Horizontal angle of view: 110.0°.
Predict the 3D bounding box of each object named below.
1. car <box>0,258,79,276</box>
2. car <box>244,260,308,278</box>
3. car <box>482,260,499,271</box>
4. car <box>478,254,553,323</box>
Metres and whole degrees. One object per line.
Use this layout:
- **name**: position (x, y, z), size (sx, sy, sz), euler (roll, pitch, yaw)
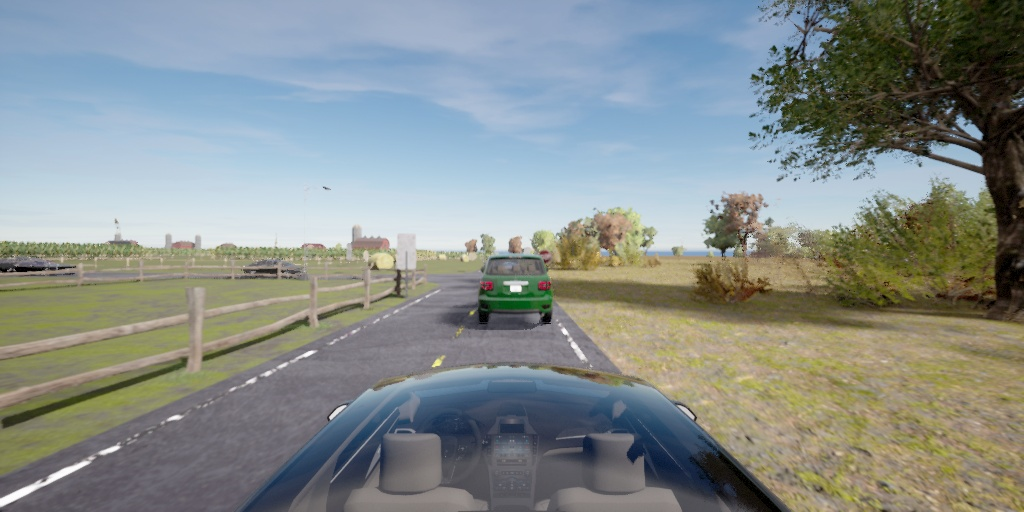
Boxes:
- **car**: position (-40.282, 1.038, 30.734), size (4.718, 1.301, 1.895), euler (0, 1, 0)
- **car**: position (-20.242, 1.082, 30.925), size (4.892, 1.490, 1.837), euler (0, 1, -1)
- **car**: position (-2.828, 1.231, 48.619), size (1.994, 1.385, 4.181), euler (0, 0, 2)
- **car**: position (0.096, 0.947, 12.127), size (2.150, 2.045, 5.566), euler (0, 0, 0)
